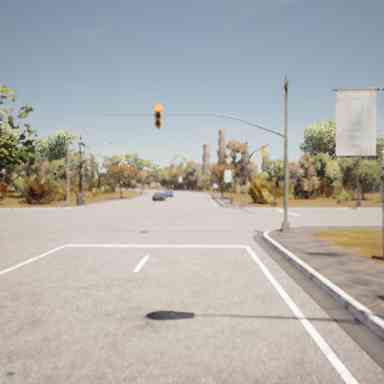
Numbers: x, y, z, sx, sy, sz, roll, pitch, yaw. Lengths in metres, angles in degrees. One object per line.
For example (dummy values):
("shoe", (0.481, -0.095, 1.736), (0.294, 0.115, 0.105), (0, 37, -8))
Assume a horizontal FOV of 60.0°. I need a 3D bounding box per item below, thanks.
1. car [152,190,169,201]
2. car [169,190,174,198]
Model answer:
("car", (-5.533, 0.735, 55.537), (1.882, 1.535, 5.008), (0, 1, 2))
("car", (-5.033, 0.389, 71.407), (1.882, 1.535, 5.008), (0, 2, 2))
